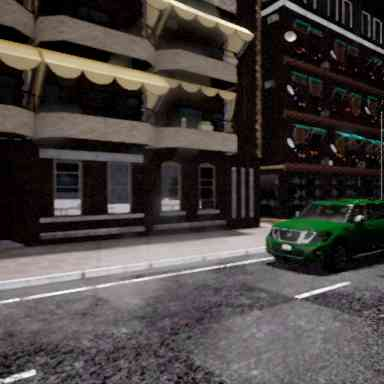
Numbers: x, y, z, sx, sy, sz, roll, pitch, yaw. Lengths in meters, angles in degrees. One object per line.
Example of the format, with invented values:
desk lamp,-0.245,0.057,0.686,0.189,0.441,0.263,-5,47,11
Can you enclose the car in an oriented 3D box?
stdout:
car,4.990,1.268,11.241,5.566,2.045,2.150,0,0,-36
